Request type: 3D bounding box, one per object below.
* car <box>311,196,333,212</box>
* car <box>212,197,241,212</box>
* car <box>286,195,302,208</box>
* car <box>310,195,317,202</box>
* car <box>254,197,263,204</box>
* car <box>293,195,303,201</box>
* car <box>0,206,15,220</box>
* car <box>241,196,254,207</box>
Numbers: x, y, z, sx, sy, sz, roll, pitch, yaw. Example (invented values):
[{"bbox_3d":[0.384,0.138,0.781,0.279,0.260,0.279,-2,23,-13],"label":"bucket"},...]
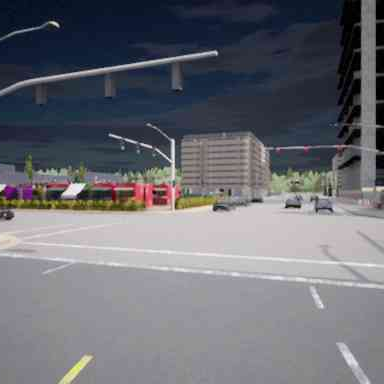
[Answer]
[{"bbox_3d":[15.006,1.491,38.022,2.033,1.411,5.357,0,0,19],"label":"car"},{"bbox_3d":[3.854,1.493,38.492,2.033,1.411,5.357,0,0,19],"label":"car"},{"bbox_3d":[14.020,1.497,45.943,1.994,1.385,4.181,0,0,19],"label":"car"},{"bbox_3d":[26.201,1.419,71.011,1.812,1.442,4.674,0,0,19],"label":"car"},{"bbox_3d":[12.336,1.510,63.042,1.895,1.301,4.718,0,0,19],"label":"car"},{"bbox_3d":[24.988,1.426,78.271,2.033,1.411,5.357,0,0,19],"label":"car"},{"bbox_3d":[-16.301,1.585,26.459,4.181,1.385,1.994,0,0,19],"label":"car"},{"bbox_3d":[7.587,1.434,49.340,1.837,1.490,4.892,0,0,19],"label":"car"}]
